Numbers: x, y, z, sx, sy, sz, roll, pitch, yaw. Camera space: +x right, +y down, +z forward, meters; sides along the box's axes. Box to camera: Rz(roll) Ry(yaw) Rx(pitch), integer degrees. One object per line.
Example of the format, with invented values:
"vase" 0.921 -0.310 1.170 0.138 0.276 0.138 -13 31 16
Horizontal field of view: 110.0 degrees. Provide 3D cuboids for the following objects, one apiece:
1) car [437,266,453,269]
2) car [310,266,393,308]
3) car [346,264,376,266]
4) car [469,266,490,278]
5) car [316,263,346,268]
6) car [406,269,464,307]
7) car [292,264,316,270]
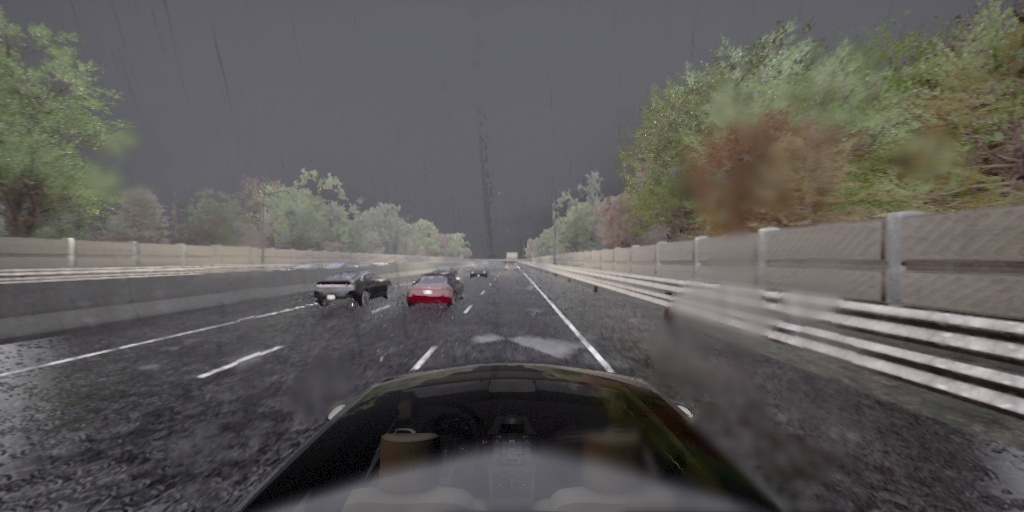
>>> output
"car" -6.887 1.705 37.744 1.895 1.301 4.718 0 -1 0
"car" -6.894 1.381 16.088 2.128 1.511 4.902 0 0 0
"car" -17.565 1.664 42.997 1.837 1.490 4.892 0 -1 0
"car" -3.385 1.713 38.528 1.895 1.301 4.718 0 -1 0
"car" -21.061 1.641 43.363 1.882 1.535 5.008 0 -1 0
"car" -3.394 1.456 16.506 1.994 1.385 4.181 0 -1 0
"car" -24.557 1.711 43.385 2.033 1.411 5.357 0 -1 0
